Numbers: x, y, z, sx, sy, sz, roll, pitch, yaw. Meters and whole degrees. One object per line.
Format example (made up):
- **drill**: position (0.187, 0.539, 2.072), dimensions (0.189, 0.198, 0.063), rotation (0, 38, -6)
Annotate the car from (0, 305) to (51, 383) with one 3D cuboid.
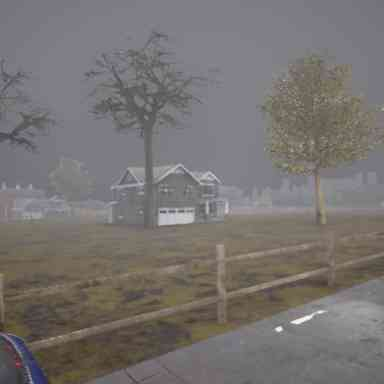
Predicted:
- **car**: position (-2.751, 1.456, 1.108), dimensions (4.553, 1.767, 2.097), rotation (0, -2, -36)
